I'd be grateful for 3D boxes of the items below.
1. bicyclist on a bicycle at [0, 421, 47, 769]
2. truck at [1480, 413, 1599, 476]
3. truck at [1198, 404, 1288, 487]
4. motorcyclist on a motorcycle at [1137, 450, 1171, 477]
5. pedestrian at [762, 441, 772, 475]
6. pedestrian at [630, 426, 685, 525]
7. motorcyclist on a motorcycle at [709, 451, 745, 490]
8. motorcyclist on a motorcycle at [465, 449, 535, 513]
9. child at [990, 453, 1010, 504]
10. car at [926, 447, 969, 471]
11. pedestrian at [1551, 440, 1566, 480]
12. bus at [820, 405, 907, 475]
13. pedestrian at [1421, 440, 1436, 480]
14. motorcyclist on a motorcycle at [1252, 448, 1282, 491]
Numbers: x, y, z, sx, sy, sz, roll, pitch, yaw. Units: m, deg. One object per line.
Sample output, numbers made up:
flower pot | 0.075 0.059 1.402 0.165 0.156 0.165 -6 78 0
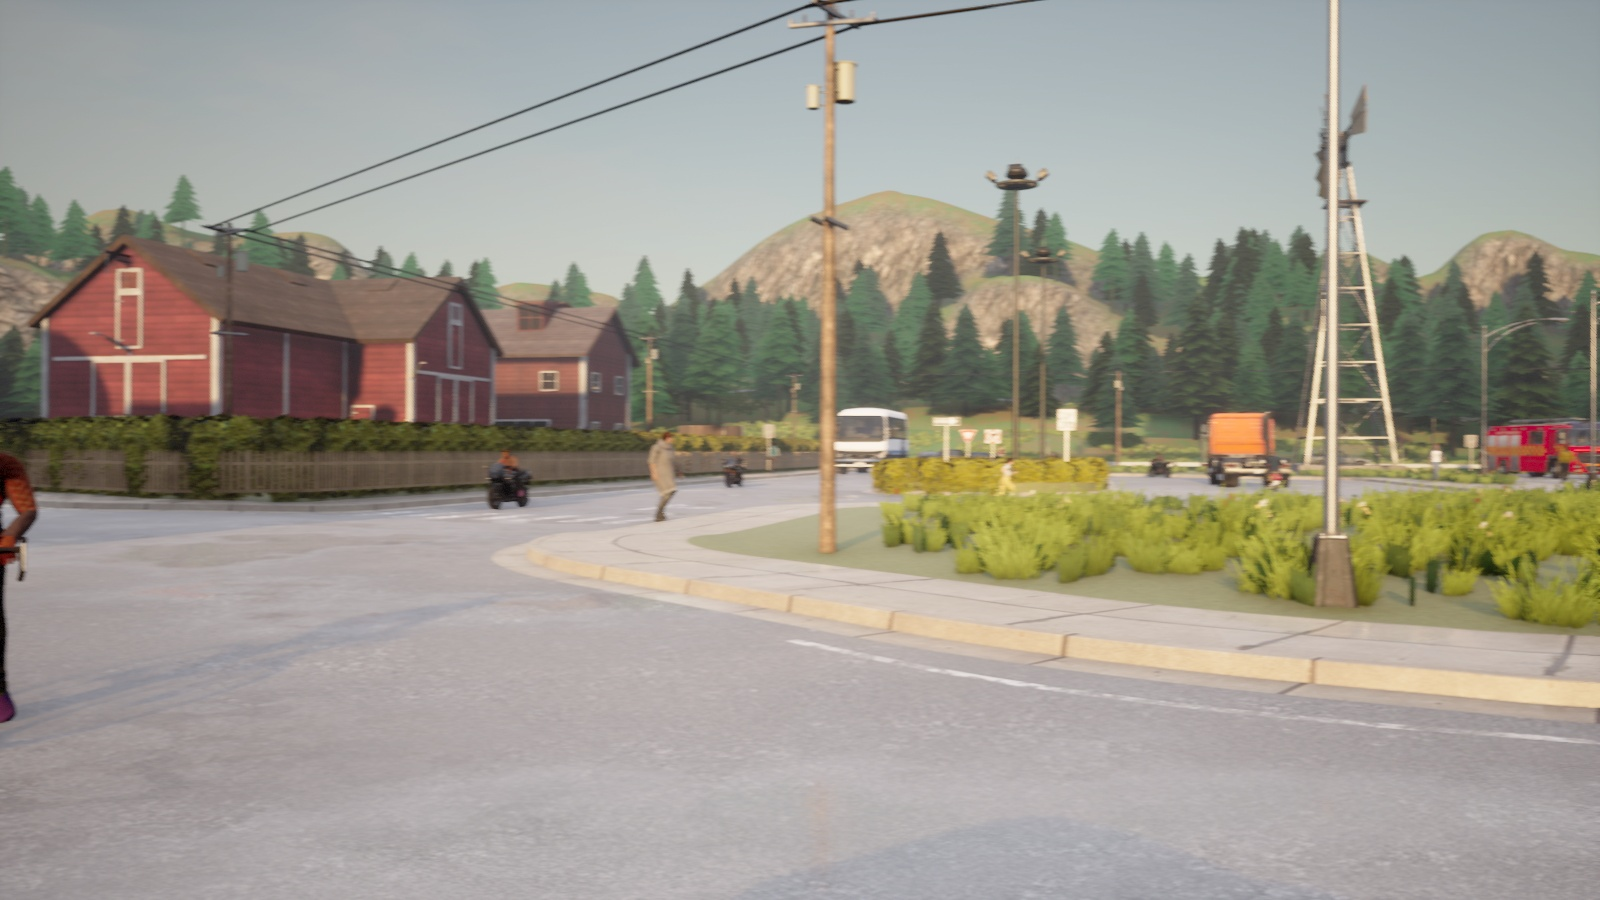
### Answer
bicyclist on a bicycle | -4.318 0.668 6.426 0.582 1.620 1.656 0 0 -39
truck | 47.938 -0.332 81.121 2.891 3.827 8.468 0 0 -5
truck | 19.909 -0.187 56.844 2.891 3.462 7.936 0 0 12
motorcyclist on a motorcycle | 20.881 0.787 74.189 0.797 1.523 2.044 0 0 -25
pedestrian | -1.912 0.438 72.127 0.396 1.930 0.692 0 0 15
pedestrian | -2.873 0.508 25.336 0.873 1.952 0.659 0 0 30
motorcyclist on a motorcycle | -2.912 0.806 50.441 0.866 1.530 2.191 0 0 13
motorcyclist on a motorcycle | -7.414 0.738 31.098 0.797 1.523 2.044 -1 0 15
child | 4.980 0.703 31.266 0.437 1.263 0.270 0 0 -17
car | 11.024 0.665 93.402 2.097 1.767 4.553 0 0 21
pedestrian | 34.584 0.463 57.288 0.370 1.835 0.726 0 0 13
bus | 4.301 -0.583 81.844 3.944 4.253 10.273 0 0 13
pedestrian | 29.312 0.458 58.572 0.354 1.836 0.706 0 0 5
motorcyclist on a motorcycle | 17.938 0.741 48.286 0.866 1.590 1.817 0 1 14
